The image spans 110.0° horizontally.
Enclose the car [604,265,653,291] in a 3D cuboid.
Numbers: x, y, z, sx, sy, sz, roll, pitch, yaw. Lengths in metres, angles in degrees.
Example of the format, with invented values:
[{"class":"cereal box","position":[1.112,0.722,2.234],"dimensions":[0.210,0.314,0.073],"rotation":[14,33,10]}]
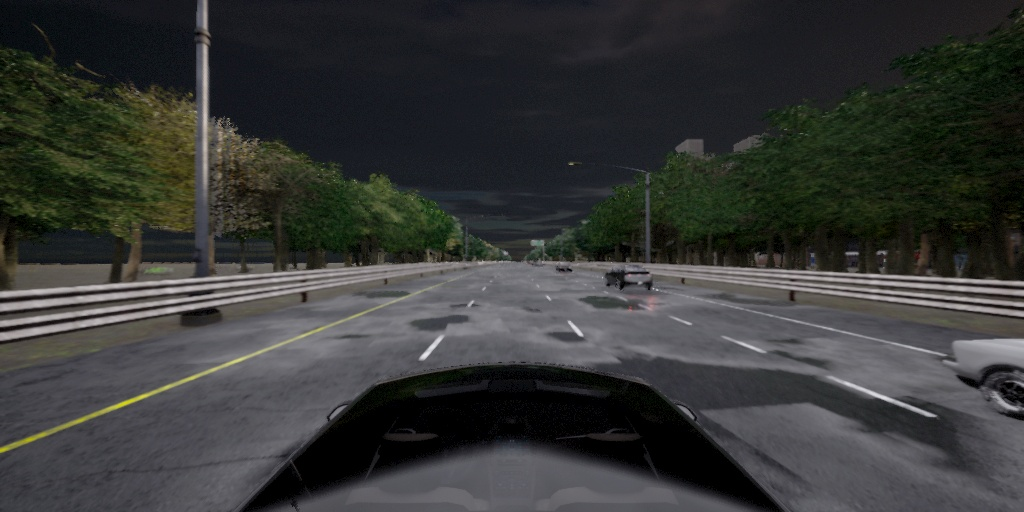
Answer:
[{"class":"car","position":[7.022,1.289,22.066],"dimensions":[2.128,1.511,4.902],"rotation":[0,0,0]}]

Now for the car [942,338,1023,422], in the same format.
[{"class":"car","position":[6.994,1.354,2.847],"dimensions":[1.895,1.301,4.718],"rotation":[0,0,0]}]

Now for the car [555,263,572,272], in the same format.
[{"class":"car","position":[7.125,1.627,50.063],"dimensions":[1.895,1.301,4.718],"rotation":[0,-1,0]}]
